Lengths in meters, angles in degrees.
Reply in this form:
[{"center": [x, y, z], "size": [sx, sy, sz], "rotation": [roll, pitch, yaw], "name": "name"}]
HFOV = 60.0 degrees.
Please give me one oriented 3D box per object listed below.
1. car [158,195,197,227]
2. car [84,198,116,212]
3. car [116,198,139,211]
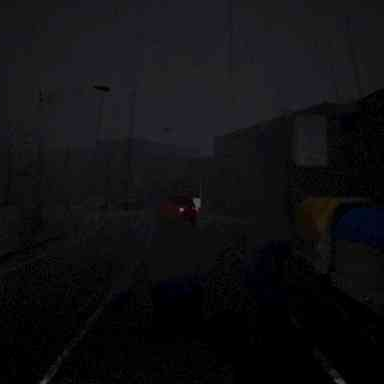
[{"center": [-1.114, 1.211, 23.097], "size": [2.150, 2.045, 5.566], "rotation": [0, -1, -10], "name": "car"}, {"center": [-10.812, 1.411, 37.963], "size": [1.882, 1.535, 5.008], "rotation": [1, 0, -34], "name": "car"}, {"center": [-8.083, 1.449, 40.398], "size": [1.882, 1.535, 5.008], "rotation": [1, 0, -33], "name": "car"}]
